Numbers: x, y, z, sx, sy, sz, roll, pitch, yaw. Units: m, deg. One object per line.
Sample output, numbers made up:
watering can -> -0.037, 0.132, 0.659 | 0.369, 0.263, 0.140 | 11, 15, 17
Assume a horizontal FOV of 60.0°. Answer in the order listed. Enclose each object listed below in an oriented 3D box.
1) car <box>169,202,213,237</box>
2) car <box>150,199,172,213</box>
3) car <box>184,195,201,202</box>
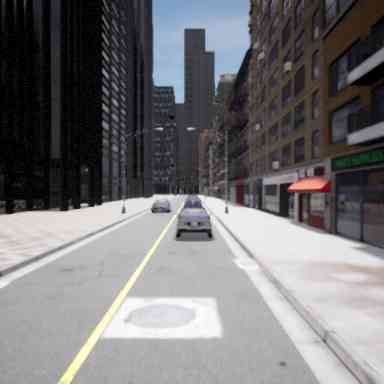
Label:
car -> 0.107, 1.475, 17.648 | 2.033, 1.411, 5.357 | 0, 0, 0
car -> -3.079, 1.391, 34.174 | 2.033, 1.411, 5.357 | 0, 0, 0
car -> 0.114, 1.155, 42.523 | 2.097, 1.767, 4.553 | 0, 0, 0
